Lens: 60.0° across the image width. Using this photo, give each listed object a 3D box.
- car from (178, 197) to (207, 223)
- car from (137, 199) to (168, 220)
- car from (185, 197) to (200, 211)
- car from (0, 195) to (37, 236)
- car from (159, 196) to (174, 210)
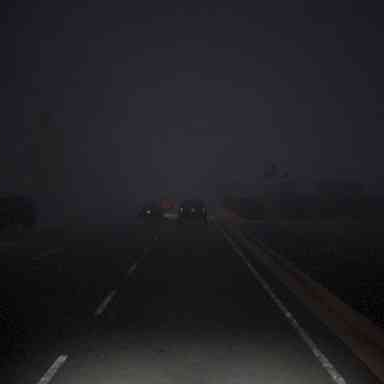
[{"bbox_3d":[0.062,1.322,25.396,2.097,1.767,4.553,0,0,0],"label":"car"},{"bbox_3d":[-3.394,1.530,27.988,1.994,1.385,4.181,0,0,0],"label":"car"},{"bbox_3d":[0.093,1.454,41.885,1.837,1.490,4.892,0,0,0],"label":"car"},{"bbox_3d":[-10.550,1.200,18.102,2.150,2.045,5.566,0,0,0],"label":"car"},{"bbox_3d":[-3.407,1.301,42.855,2.097,1.767,4.553,0,0,0],"label":"car"}]
